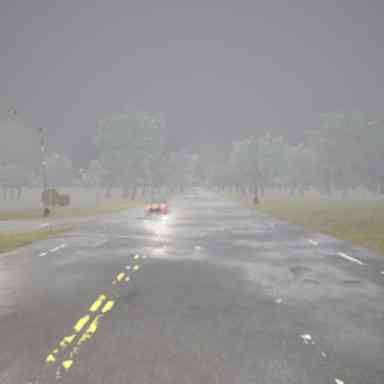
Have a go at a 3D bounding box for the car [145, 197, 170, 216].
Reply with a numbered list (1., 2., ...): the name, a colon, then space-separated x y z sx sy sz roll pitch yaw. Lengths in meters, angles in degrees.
1. car: -3.438 1.377 33.318 2.097 1.767 4.553 -1 1 1
